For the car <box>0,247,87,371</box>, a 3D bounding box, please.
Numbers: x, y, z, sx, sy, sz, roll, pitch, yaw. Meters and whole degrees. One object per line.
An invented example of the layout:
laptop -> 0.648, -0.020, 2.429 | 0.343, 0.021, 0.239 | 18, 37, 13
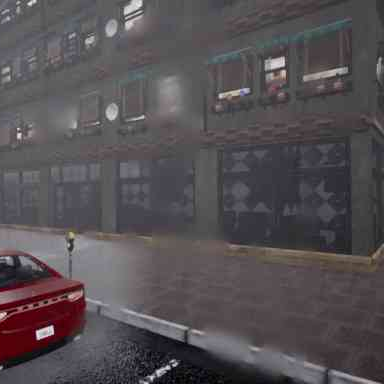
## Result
car -> -3.569, 1.546, 5.273 | 4.507, 1.381, 1.887 | 0, -1, 35
